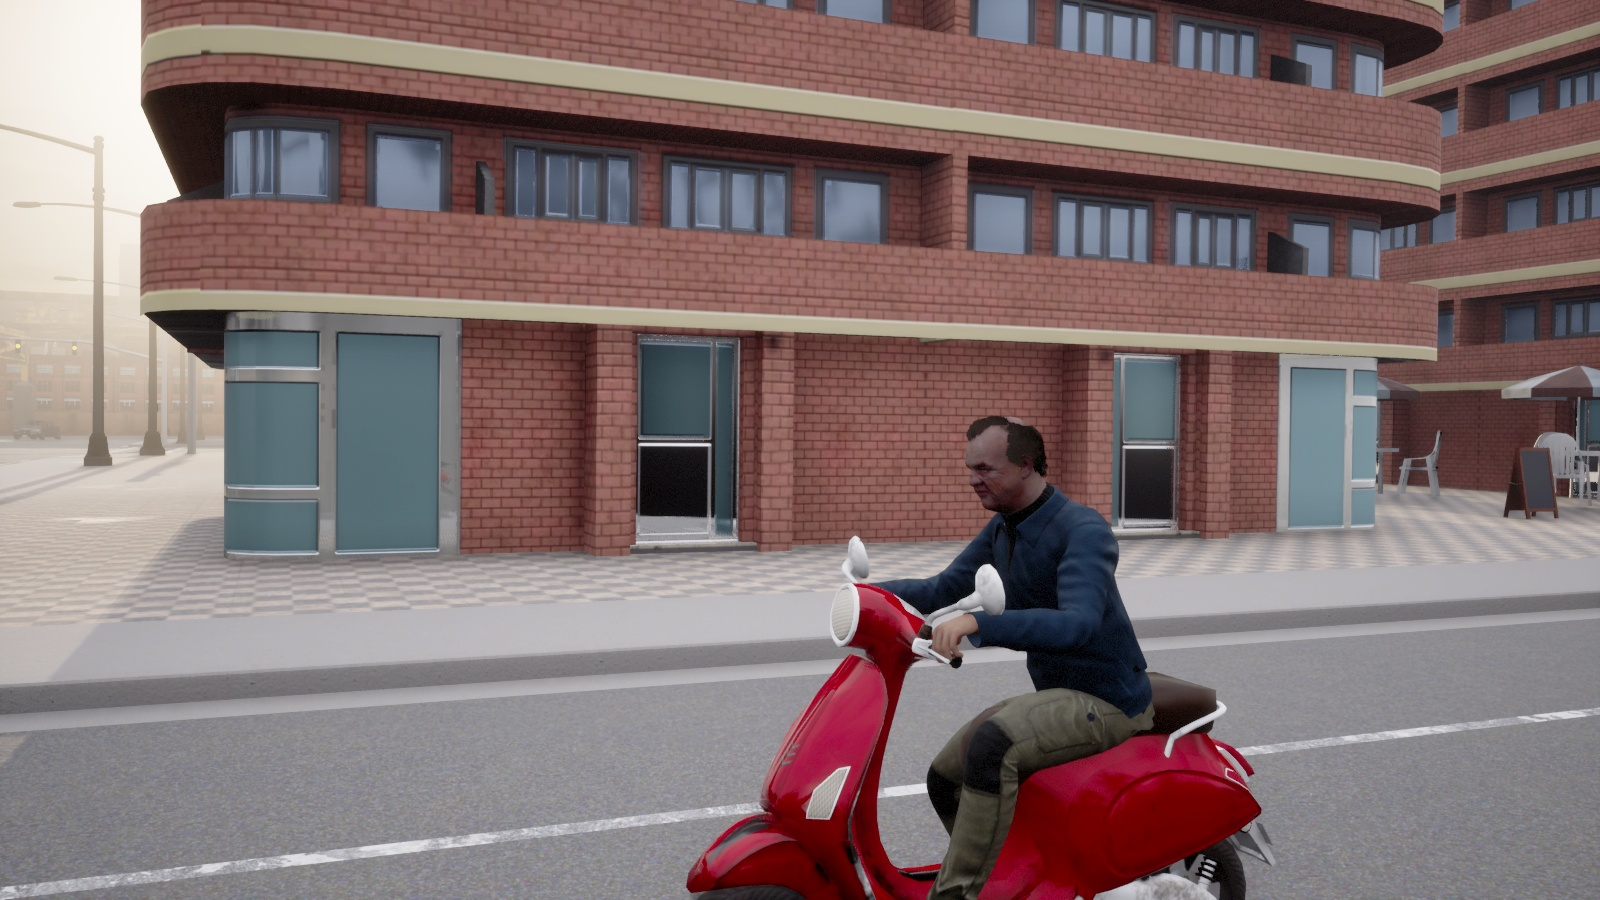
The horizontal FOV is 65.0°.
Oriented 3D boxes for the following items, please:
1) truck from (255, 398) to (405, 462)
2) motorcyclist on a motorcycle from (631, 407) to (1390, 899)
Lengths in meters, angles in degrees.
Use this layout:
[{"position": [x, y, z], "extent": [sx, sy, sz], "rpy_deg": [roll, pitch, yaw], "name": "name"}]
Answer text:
[{"position": [-27.304, -1.214, 73.036], "extent": [7.936, 3.462, 2.891], "rpy_deg": [-2, 1, -23], "name": "truck"}, {"position": [0.546, 0.691, 3.382], "extent": [1.817, 1.590, 0.866], "rpy_deg": [-1, 1, -21], "name": "motorcyclist on a motorcycle"}]
